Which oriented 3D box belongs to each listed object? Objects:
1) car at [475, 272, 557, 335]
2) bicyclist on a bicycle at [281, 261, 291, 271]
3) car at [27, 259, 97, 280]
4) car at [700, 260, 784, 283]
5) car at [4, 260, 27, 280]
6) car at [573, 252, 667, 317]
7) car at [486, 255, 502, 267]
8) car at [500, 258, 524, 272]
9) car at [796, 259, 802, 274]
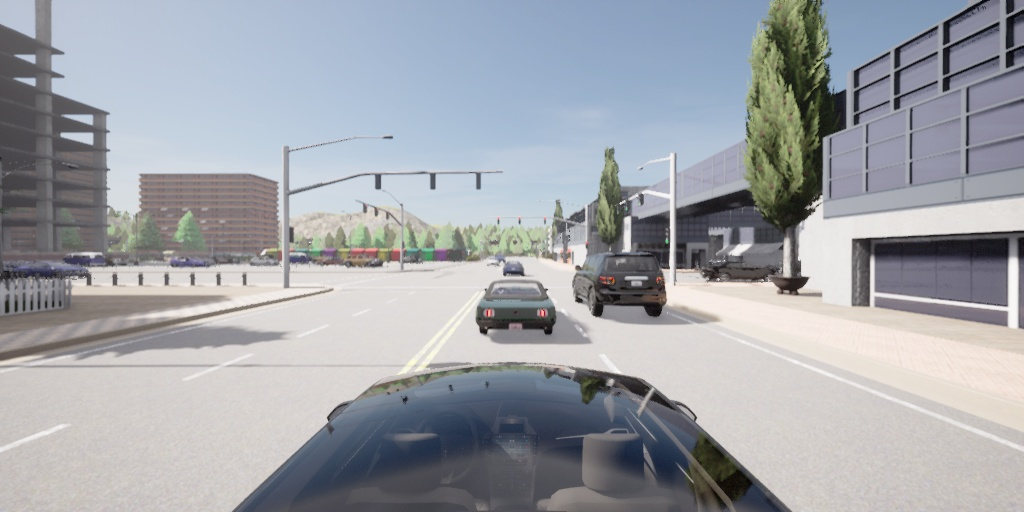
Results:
[{"bbox_3d":[0.116,1.310,10.340,1.895,1.301,4.718,0,0,1],"label":"car"},{"bbox_3d":[-25.212,0.873,40.008,0.582,1.620,1.656,0,0,0],"label":"bicyclist on a bicycle"},{"bbox_3d":[-37.296,1.149,29.085,4.674,1.442,1.812,0,0,0],"label":"car"},{"bbox_3d":[16.507,1.110,26.206,5.008,1.535,1.882,0,0,2],"label":"car"},{"bbox_3d":[-38.482,0.992,25.581,4.553,1.767,2.097,0,0,0],"label":"car"},{"bbox_3d":[3.639,0.912,13.067,2.150,2.045,5.566,0,0,1],"label":"car"},{"bbox_3d":[-3.134,1.003,59.261,1.812,1.442,4.674,0,0,2],"label":"car"},{"bbox_3d":[0.136,1.156,35.016,1.994,1.385,4.181,0,0,0],"label":"car"},{"bbox_3d":[28.344,1.087,36.609,4.892,1.490,1.837,0,0,1],"label":"car"}]
